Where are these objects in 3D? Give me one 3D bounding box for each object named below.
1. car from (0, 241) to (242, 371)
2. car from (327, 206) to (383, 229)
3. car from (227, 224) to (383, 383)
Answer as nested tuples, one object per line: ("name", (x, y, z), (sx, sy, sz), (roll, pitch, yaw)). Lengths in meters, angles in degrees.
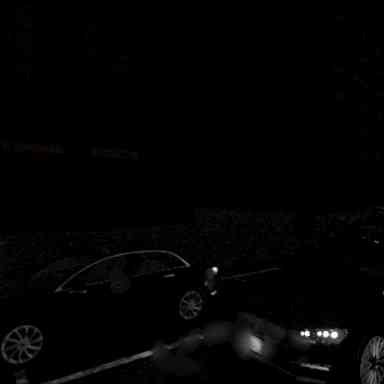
("car", (-1.505, 1.566, 5.587), (4.403, 1.369, 2.008), (1, -1, -35))
("car", (6.450, 1.402, 11.266), (5.009, 1.841, 2.192), (1, -1, -35))
("car", (2.732, 1.531, 5.319), (4.902, 1.511, 2.128), (1, 0, -36))
